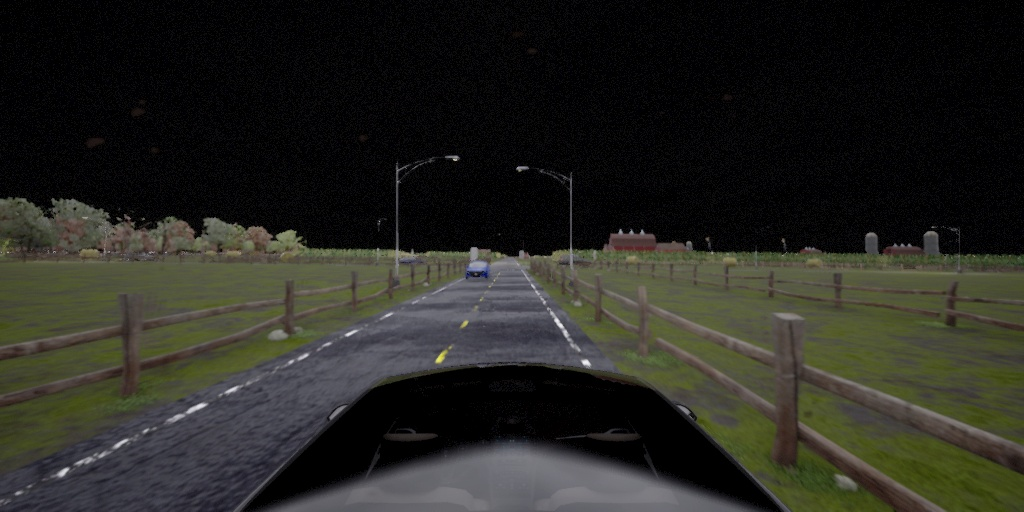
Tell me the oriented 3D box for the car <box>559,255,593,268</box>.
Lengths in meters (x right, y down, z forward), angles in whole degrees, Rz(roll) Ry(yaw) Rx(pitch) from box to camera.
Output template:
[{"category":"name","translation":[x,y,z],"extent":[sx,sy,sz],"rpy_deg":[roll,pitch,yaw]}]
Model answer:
[{"category":"car","translation":[10.541,0.843,59.437],"extent":[5.566,2.045,2.150],"rpy_deg":[1,-1,-1]}]

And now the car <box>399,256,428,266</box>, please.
[{"category":"car","translation":[-16.241,0.792,59.117],"extent":[4.674,1.442,1.812],"rpy_deg":[1,-1,-1]}]

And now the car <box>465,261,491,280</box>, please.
[{"category":"car","translation":[-2.854,1.169,30.845],"extent":[1.882,1.535,5.008],"rpy_deg":[0,0,0]}]
